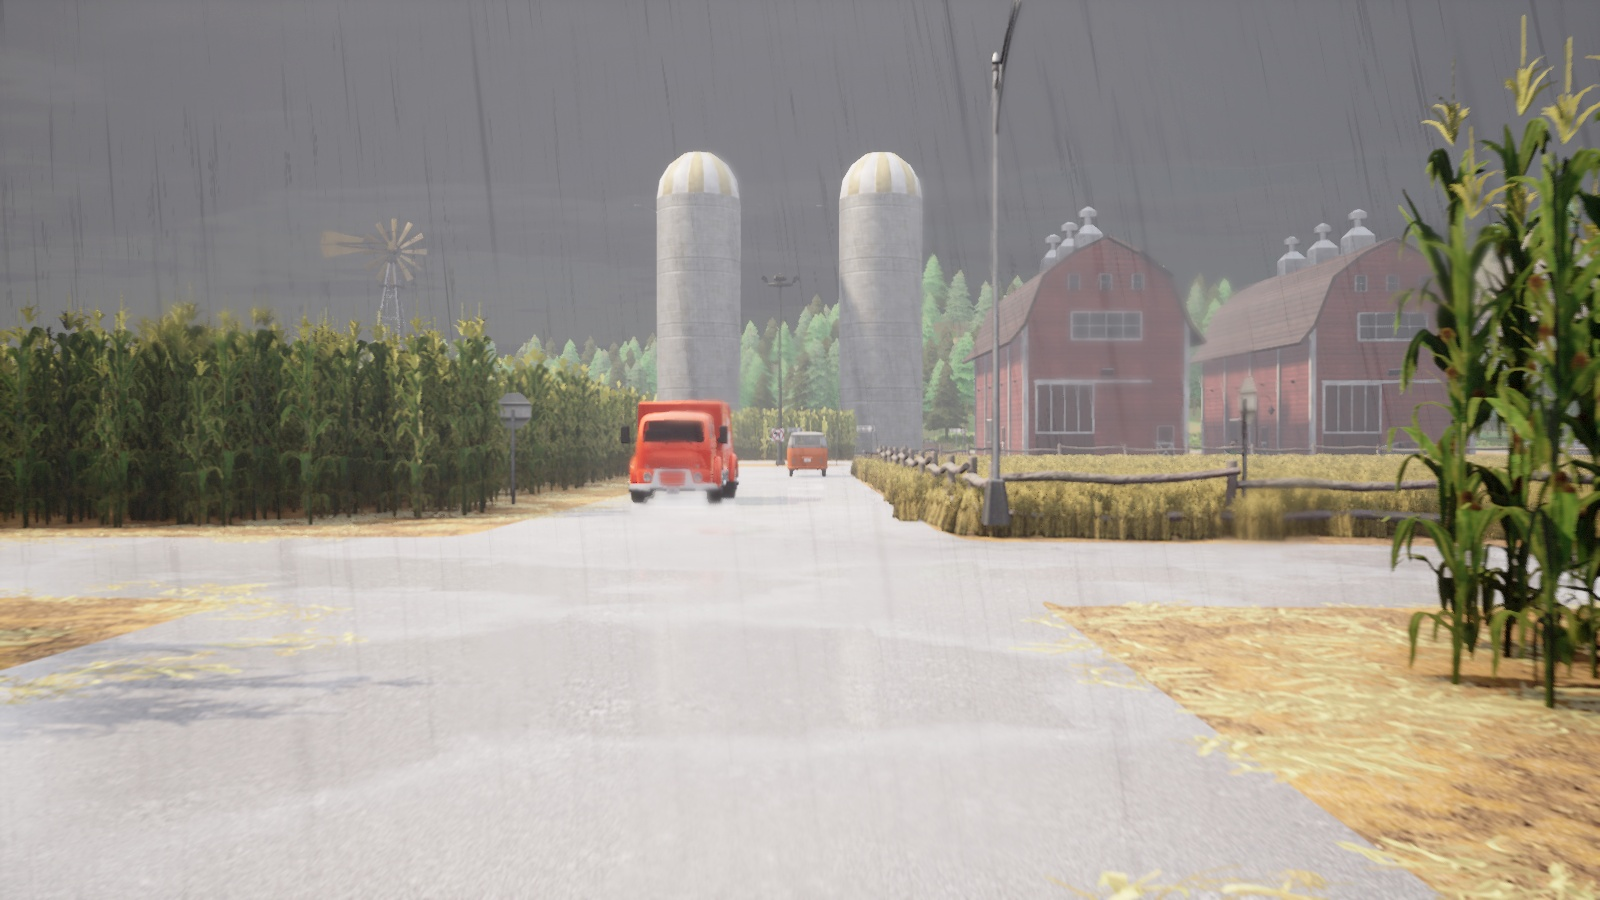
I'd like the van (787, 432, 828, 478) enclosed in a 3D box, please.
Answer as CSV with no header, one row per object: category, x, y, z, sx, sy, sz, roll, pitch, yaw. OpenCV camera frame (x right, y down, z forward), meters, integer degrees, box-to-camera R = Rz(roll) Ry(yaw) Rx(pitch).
van,0.336,0.189,56.422,1.775,1.987,4.442,0,0,0

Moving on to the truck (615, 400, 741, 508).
truck,-2.909,0.021,31.297,2.627,2.467,5.204,0,2,0

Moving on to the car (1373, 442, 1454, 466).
car,38.398,0.268,78.624,4.193,1.474,1.816,0,1,5
